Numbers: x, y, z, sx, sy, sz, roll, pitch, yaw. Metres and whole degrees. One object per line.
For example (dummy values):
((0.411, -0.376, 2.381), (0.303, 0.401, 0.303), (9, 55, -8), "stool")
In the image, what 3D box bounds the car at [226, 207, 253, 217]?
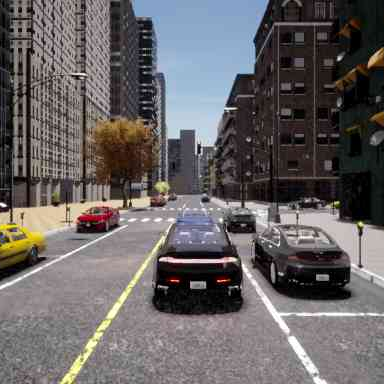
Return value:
((2.786, 1.555, 20.182), (2.008, 1.369, 4.403), (0, 0, 0), "car")

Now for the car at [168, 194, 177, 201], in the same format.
((-5.241, 1.410, 91.271), (2.192, 1.841, 5.009), (0, 0, 0), "car")

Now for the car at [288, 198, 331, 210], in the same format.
((13.620, 1.359, 39.534), (4.403, 1.369, 2.008), (-1, 1, 0), "car")

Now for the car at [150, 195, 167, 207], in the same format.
((-5.433, 1.349, 52.611), (2.192, 1.841, 5.009), (0, 0, 0), "car")

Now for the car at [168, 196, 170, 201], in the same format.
((-5.405, 1.607, 58.134), (1.947, 1.339, 4.313), (0, 0, 0), "car")

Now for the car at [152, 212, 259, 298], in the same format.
((0.130, 1.492, 8.518), (2.128, 1.511, 4.902), (0, 0, 0), "car")

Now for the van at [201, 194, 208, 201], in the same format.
((3.113, 1.425, 85.707), (1.690, 1.788, 3.998), (0, 0, 0), "van")

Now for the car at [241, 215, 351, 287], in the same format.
((2.732, 1.552, 9.116), (2.008, 1.369, 4.403), (0, 0, 0), "car")

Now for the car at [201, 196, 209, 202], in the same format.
((3.086, 1.599, 80.353), (1.752, 1.417, 4.829), (0, 0, 0), "car")

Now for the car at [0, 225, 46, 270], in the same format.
((-5.649, 1.526, 8.988), (1.752, 1.417, 4.829), (0, 0, 0), "car")

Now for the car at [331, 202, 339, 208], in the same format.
((19.017, 1.259, 39.562), (4.829, 1.417, 1.752), (-1, 1, 0), "car")

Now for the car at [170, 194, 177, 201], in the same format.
((-5.268, 1.650, 85.749), (1.947, 1.339, 4.313), (0, 0, 0), "car")

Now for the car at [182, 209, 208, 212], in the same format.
((0.167, 1.605, 18.636), (1.895, 1.301, 4.718), (0, 0, 1), "car")

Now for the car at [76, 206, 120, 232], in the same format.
((-5.594, 1.549, 20.224), (1.887, 1.381, 4.507), (0, 0, 0), "car")

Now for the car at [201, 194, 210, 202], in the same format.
((3.058, 1.630, 74.660), (1.947, 1.339, 4.313), (0, 0, 0), "car")
